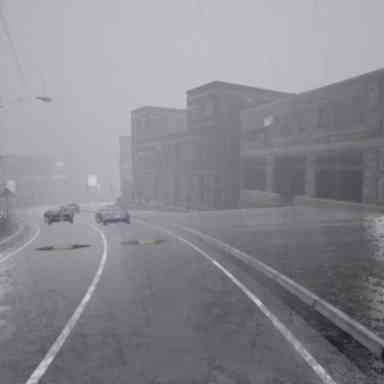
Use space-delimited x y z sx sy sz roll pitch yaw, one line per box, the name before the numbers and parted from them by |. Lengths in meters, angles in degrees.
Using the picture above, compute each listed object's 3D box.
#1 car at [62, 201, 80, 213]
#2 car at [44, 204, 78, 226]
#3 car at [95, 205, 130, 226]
car | -15.142 1.907 40.878 2.128 1.511 4.902 -3 0 -30
car | -10.975 1.928 27.334 1.895 1.301 4.718 -3 0 -28
car | -6.146 1.698 25.380 1.994 1.385 4.181 -2 0 -25
